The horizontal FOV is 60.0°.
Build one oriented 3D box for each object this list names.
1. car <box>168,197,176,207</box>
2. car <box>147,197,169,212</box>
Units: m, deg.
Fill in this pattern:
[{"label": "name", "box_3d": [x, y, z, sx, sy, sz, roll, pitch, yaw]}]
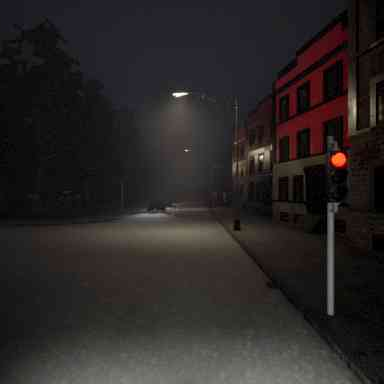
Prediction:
[{"label": "car", "box_3d": [-4.037, 1.492, 50.142, 2.128, 1.511, 4.902, 0, 0, 0]}, {"label": "car", "box_3d": [-4.056, 1.601, 38.731, 1.895, 1.301, 4.718, 0, 0, 0]}]
